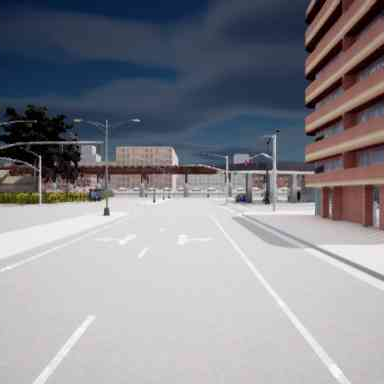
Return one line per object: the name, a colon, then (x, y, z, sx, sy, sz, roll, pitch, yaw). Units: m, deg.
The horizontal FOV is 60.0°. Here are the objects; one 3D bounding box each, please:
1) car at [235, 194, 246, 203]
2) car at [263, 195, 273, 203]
car: (9.710, 1.261, 65.641, 2.242, 1.667, 4.611, 0, 0, 0)
car: (15.455, 1.422, 66.403, 1.970, 1.475, 3.806, 0, 0, 0)
